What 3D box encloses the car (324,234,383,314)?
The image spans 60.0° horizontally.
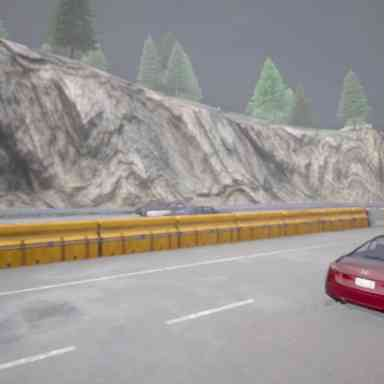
[{"bbox_3d":[4.703,1.577,6.980,4.181,1.385,1.994,0,0,-34],"label":"car"}]

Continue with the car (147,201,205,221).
[{"bbox_3d":[-1.338,1.551,28.268,4.674,1.442,1.812,0,0,-31],"label":"car"}]

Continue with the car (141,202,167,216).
[{"bbox_3d":[-0.959,1.623,24.398,4.718,1.301,1.895,0,0,-32],"label":"car"}]

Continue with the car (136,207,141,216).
[{"bbox_3d":[-3.157,1.590,31.222,4.181,1.385,1.994,0,0,-32],"label":"car"}]

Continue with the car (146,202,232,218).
[{"bbox_3d":[0.138,1.568,20.974,5.357,1.411,2.033,0,0,-33],"label":"car"}]
